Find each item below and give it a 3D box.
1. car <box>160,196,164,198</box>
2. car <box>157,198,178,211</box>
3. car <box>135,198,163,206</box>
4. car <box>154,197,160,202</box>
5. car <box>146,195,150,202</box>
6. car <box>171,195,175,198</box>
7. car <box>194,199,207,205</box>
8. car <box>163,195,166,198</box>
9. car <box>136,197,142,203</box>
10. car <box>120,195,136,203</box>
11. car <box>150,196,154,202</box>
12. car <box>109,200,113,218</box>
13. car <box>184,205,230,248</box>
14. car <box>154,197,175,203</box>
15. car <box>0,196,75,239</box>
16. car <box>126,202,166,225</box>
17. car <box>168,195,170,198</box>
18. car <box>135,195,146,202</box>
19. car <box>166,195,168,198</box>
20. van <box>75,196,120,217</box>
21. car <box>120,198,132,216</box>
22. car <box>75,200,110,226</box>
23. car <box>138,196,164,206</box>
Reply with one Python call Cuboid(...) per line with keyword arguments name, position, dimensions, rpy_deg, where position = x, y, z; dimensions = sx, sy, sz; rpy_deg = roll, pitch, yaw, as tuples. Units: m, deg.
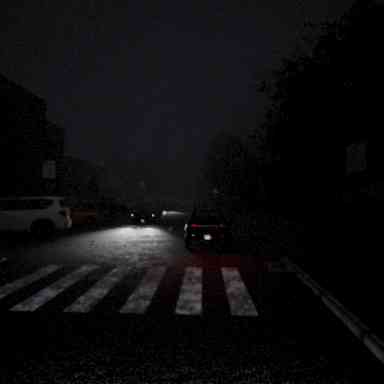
Cuboid(name="car", position=(-7.893, 1.737, 55.323), dimensions=(5.366, 1.575, 1.946), rpy_deg=(0, -1, -19))
Cuboid(name="car", position=(-2.952, 1.819, 43.537), dimensions=(1.994, 1.385, 4.181), rpy_deg=(0, 0, 1))
Cuboid(name="car", position=(-7.943, 1.831, 61.260), dimensions=(4.674, 1.452, 2.002), rpy_deg=(0, 0, -19))
Cuboid(name="car", position=(-8.167, 1.443, 49.270), dimensions=(5.566, 2.045, 2.435), rpy_deg=(0, -1, -19))
Cuboid(name="car", position=(-8.281, 1.527, 43.257), dimensions=(4.553, 1.767, 2.185), rpy_deg=(0, 0, -19))
Cuboid(name="car", position=(-7.566, 1.989, 82.266), dimensions=(4.892, 1.521, 2.231), rpy_deg=(0, -1, -19))
Cuboid(name="car", position=(1.216, 1.799, 48.667), dimensions=(1.812, 1.442, 4.674), rpy_deg=(0, 0, 1))
Cuboid(name="car", position=(-7.995, 1.514, 58.285), dimensions=(5.566, 2.045, 2.435), rpy_deg=(0, -1, -19))
Cuboid(name="car", position=(-8.434, 1.653, 37.248), dimensions=(4.674, 1.452, 2.002), rpy_deg=(0, -1, -19))
Cuboid(name="car", position=(-8.524, 1.469, 34.241), dimensions=(4.553, 1.767, 2.185), rpy_deg=(0, -1, -19))
Cuboid(name="car", position=(-8.227, 1.703, 46.269), dimensions=(4.792, 1.488, 2.163), rpy_deg=(0, -1, -19))
Cuboid(name="car", position=(-8.661, 1.579, 25.236), dimensions=(4.674, 1.452, 2.002), rpy_deg=(0, -1, -19))
Cuboid(name="car", position=(0.661, 1.554, 15.235), dimensions=(2.128, 1.511, 4.902), rpy_deg=(0, 0, 1))
Cuboid(name="car", position=(-7.290, 2.043, 88.329), dimensions=(5.366, 1.575, 1.946), rpy_deg=(0, -1, -19))
Cuboid(name="car", position=(-8.824, 1.234, 16.205), dimensions=(5.566, 2.045, 2.435), rpy_deg=(0, 0, -19))
Cuboid(name="car", position=(-3.375, 1.692, 25.170), dimensions=(1.895, 1.301, 4.718), rpy_deg=(0, 0, 1))
Cuboid(name="car", position=(-7.742, 1.900, 70.276), dimensions=(4.792, 1.488, 2.163), rpy_deg=(0, -1, -19))
Cuboid(name="car", position=(-8.342, 1.507, 40.256), dimensions=(4.553, 1.767, 2.185), rpy_deg=(0, 0, -19))
Cuboid(name="car", position=(-7.859, 1.718, 67.259), dimensions=(4.553, 1.767, 2.185), rpy_deg=(0, -1, -19))
Cuboid(name="van", position=(-8.713, 1.332, 28.196), dimensions=(4.442, 1.987, 1.878), rpy_deg=(0, 0, -19))
Cuboid(name="car", position=(-8.540, 1.576, 31.237), dimensions=(5.008, 1.535, 2.097), rpy_deg=(0, 0, -19))
Cuboid(name="car", position=(-8.530, 1.517, 22.292), dimensions=(5.366, 1.575, 1.946), rpy_deg=(0, -1, -19))
Cuboid(name="car", position=(-7.918, 1.691, 64.258), dimensions=(4.553, 1.767, 2.185), rpy_deg=(0, -1, -19))
